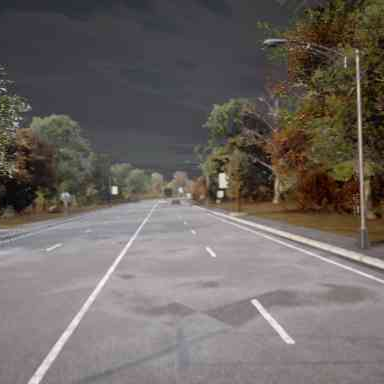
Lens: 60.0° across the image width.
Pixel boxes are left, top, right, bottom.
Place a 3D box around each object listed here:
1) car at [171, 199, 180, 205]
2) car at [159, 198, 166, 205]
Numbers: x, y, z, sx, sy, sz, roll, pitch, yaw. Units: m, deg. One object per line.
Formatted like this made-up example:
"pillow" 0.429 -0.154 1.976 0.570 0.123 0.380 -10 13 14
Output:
"car" -4.228 2.544 88.157 1.837 1.490 4.892 -2 0 -5
"car" -7.749 2.739 88.279 1.895 1.301 4.718 -2 0 -5
